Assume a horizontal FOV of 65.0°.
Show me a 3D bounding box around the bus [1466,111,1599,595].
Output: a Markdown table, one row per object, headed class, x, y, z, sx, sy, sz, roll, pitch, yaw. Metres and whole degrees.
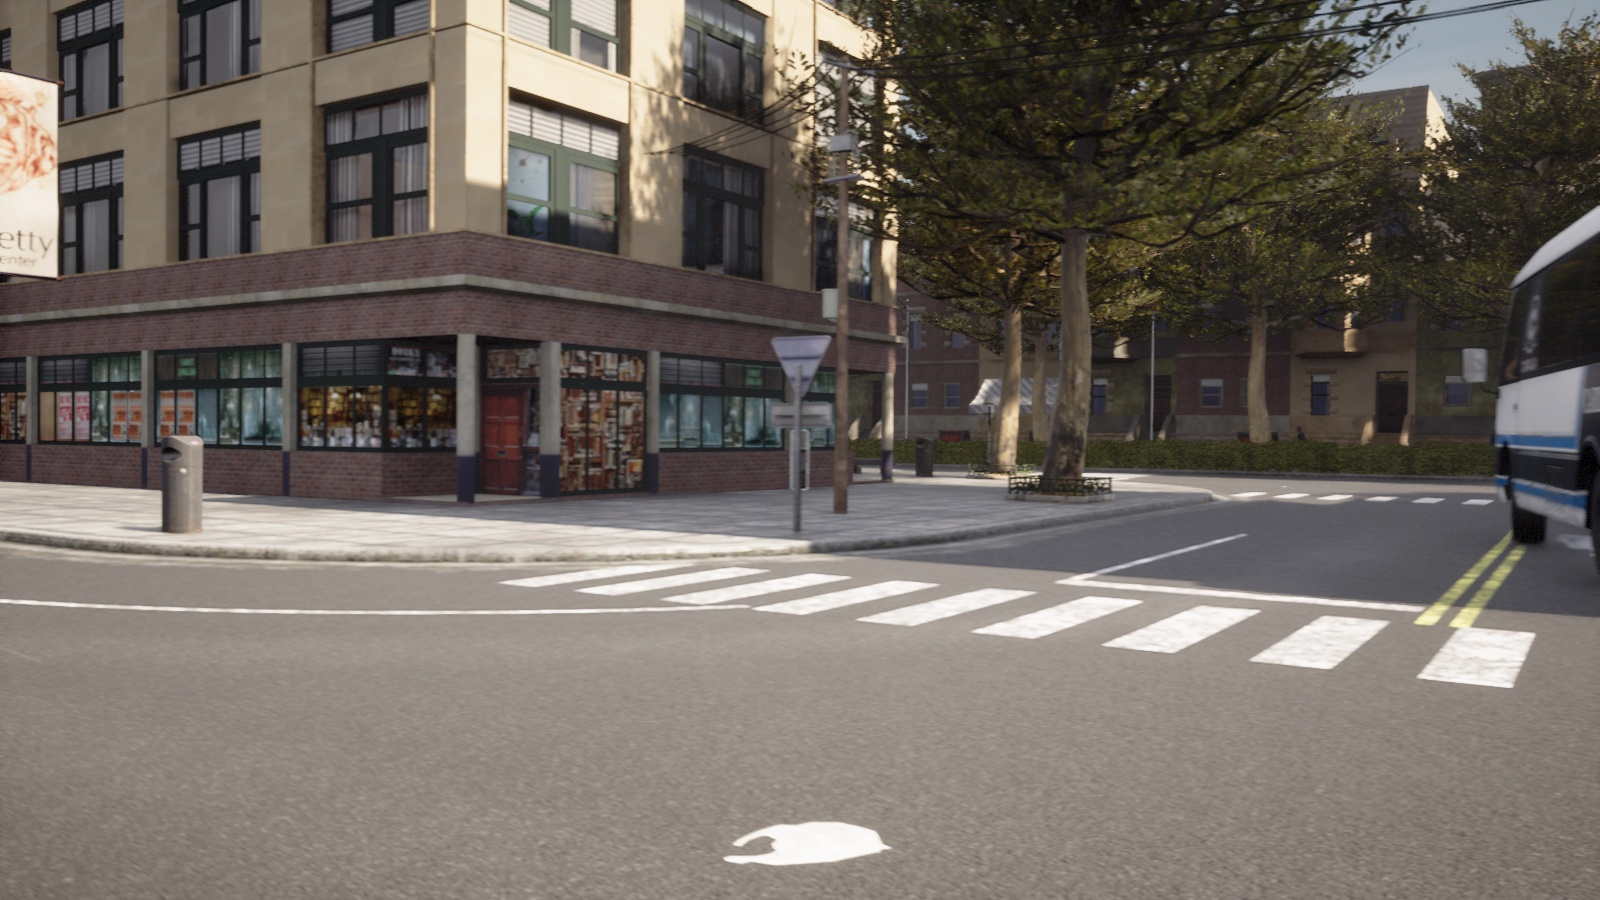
| class | x | y | z | sx | sy | sz | roll | pitch | yaw |
| --- | --- | --- | --- | --- | --- | --- | --- | --- | --- |
| bus | 10.640 | -0.942 | 14.694 | 3.944 | 4.253 | 10.273 | -1 | 1 | 22 |
